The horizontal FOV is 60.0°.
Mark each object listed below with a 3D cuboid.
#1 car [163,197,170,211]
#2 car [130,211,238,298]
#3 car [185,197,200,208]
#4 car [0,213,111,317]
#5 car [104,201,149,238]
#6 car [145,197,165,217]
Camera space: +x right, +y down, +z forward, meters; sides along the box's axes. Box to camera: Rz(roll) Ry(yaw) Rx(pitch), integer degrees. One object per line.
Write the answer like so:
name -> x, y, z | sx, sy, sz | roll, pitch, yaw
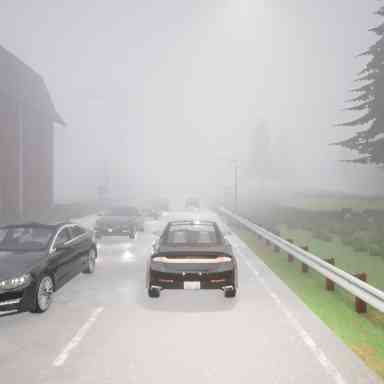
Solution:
car -> -3.553, 1.337, 37.845 | 1.882, 1.535, 5.008 | 0, 0, 0
car -> 0.001, 1.464, 8.440 | 2.128, 1.511, 4.902 | 0, 0, 0
car -> 0.078, 1.387, 43.925 | 2.033, 1.411, 5.357 | 0, 0, 1
car -> -3.600, 1.464, 7.621 | 2.128, 1.511, 4.902 | 0, 0, 0
car -> -3.598, 1.442, 17.092 | 1.837, 1.490, 4.892 | 0, 0, 0
car -> -3.594, 1.424, 27.357 | 1.812, 1.442, 4.674 | 0, 0, 0
